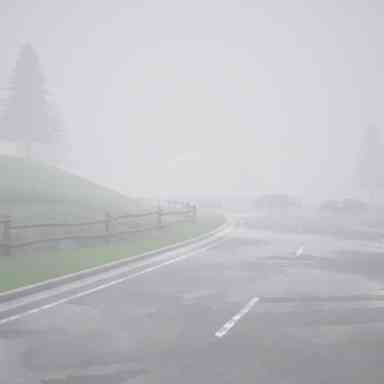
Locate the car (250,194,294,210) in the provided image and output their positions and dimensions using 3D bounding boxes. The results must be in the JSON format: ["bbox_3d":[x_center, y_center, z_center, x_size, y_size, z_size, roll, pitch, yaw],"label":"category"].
[{"bbox_3d":[10.365,1.221,43.498,2.150,2.045,5.566,0,0,-21],"label":"car"}]

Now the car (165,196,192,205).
[{"bbox_3d":[-2.745,1.478,58.453,1.882,1.535,5.008,0,0,-42],"label":"car"}]

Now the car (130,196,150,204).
[{"bbox_3d":[-9.396,1.491,60.612,2.128,1.511,4.902,0,0,-43],"label":"car"}]

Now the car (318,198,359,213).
[{"bbox_3d":[15.621,1.526,36.281,1.812,1.442,4.674,0,0,-8],"label":"car"}]

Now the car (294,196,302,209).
[{"bbox_3d":[13.074,1.352,46.135,2.097,1.767,4.553,0,0,-20],"label":"car"}]

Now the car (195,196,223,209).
[{"bbox_3d":[2.486,1.526,44.218,1.812,1.442,4.674,0,0,-23],"label":"car"}]

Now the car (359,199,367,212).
[{"bbox_3d":[18.602,1.505,39.491,1.837,1.490,4.892,0,0,-10],"label":"car"}]

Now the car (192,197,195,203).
[{"bbox_3d":[1.308,1.491,59.027,2.128,1.511,4.902,0,0,-41],"label":"car"}]
